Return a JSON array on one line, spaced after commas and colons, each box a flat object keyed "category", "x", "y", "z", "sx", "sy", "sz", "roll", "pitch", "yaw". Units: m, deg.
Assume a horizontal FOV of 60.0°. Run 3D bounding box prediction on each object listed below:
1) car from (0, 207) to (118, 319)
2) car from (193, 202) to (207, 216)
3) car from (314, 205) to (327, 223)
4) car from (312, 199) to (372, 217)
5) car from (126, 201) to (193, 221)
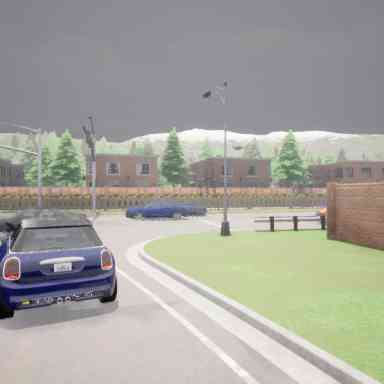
[{"category": "car", "x": -3.299, "y": 1.352, "z": 7.757, "sx": 2.097, "sy": 1.767, "sz": 4.553, "roll": 0, "pitch": 0, "yaw": -28}, {"category": "car", "x": -0.740, "y": 1.563, "z": 30.966, "sx": 4.181, "sy": 1.385, "sz": 1.994, "roll": 0, "pitch": 0, "yaw": -14}, {"category": "car", "x": 10.791, "y": 1.352, "z": 22.976, "sx": 4.553, "sy": 1.767, "sz": 2.097, "roll": 0, "pitch": 0, "yaw": -14}, {"category": "car", "x": 13.919, "y": 1.476, "z": 30.949, "sx": 5.008, "sy": 1.535, "sz": 1.882, "roll": 0, "pitch": 0, "yaw": -14}, {"category": "car", "x": -2.802, "y": 1.476, "z": 26.858, "sx": 5.008, "sy": 1.535, "sz": 1.882, "roll": 0, "pitch": 0, "yaw": -14}]
